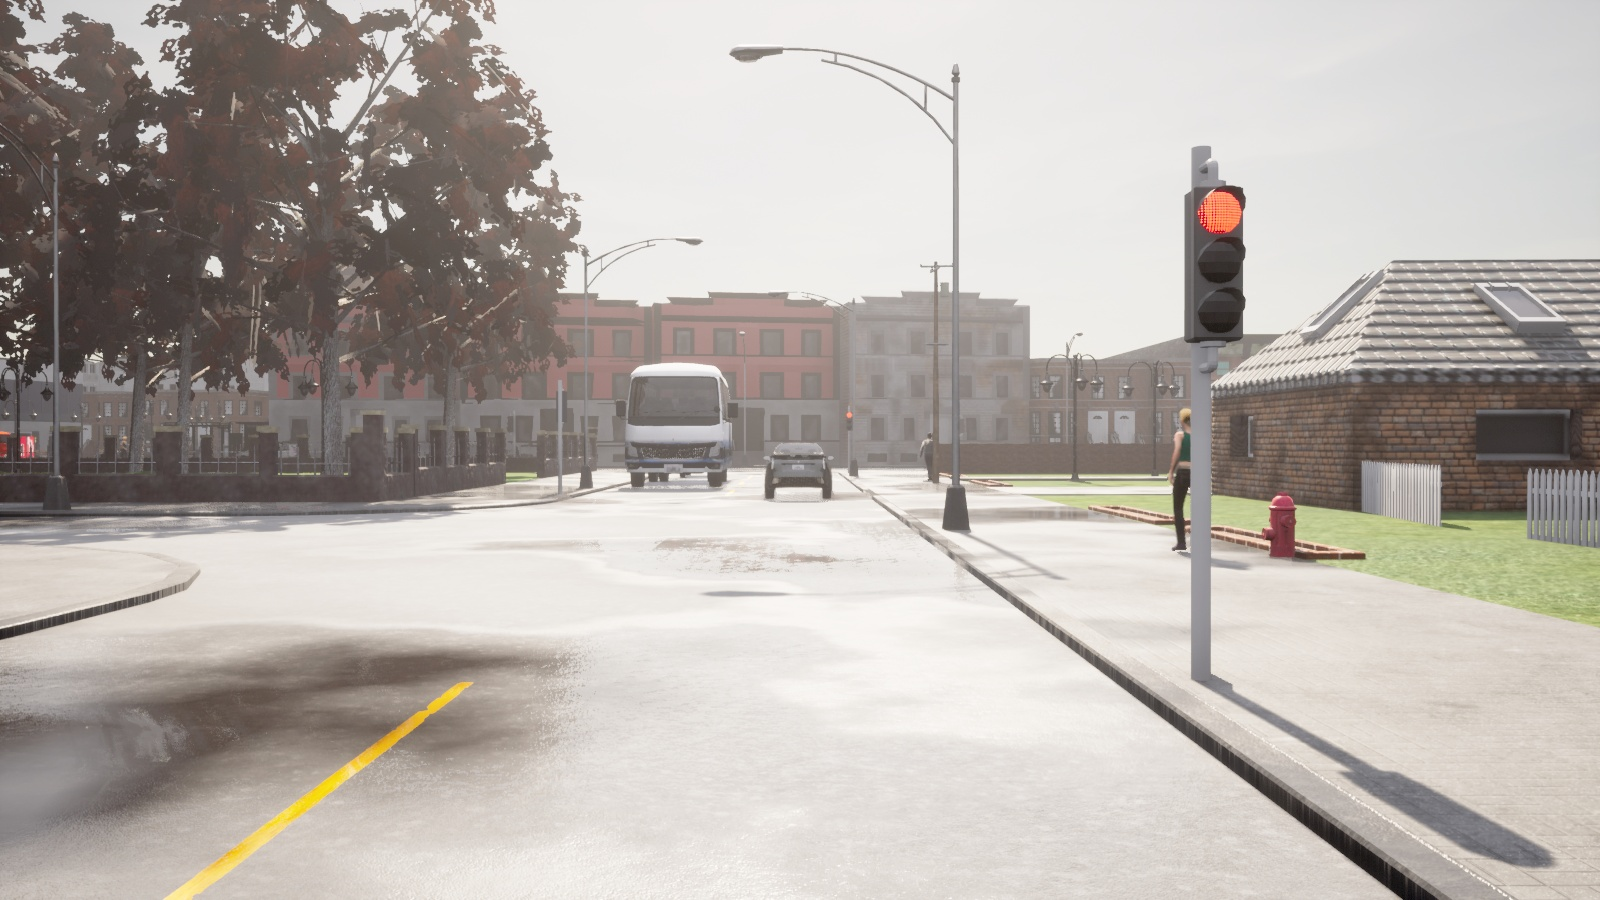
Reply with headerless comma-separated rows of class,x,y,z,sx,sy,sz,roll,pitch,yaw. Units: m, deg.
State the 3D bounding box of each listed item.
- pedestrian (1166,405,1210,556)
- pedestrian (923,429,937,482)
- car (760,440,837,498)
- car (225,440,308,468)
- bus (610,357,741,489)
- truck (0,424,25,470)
pedestrian,4.815,0.372,15.602,0.345,1.836,0.594,0,0,-2
pedestrian,4.780,0.200,46.128,0.423,1.949,0.788,0,0,15
car,-0.040,0.494,35.223,2.007,1.525,4.514,0,0,0
car,-30.901,0.209,72.782,3.988,1.617,1.851,0,0,0
bus,-4.227,-0.889,45.382,3.944,4.253,10.273,0,0,-1
truck,-45.834,-0.165,68.737,5.204,2.467,2.627,0,0,0
